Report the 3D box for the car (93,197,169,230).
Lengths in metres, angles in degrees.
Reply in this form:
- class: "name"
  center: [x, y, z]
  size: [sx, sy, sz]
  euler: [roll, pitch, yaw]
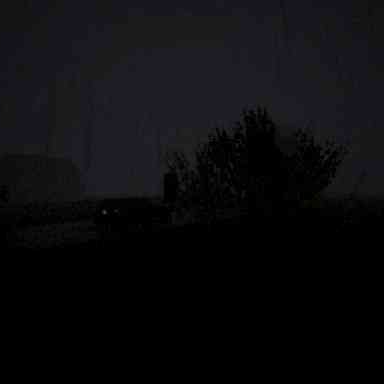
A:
- class: "car"
  center: [-3.283, 1.042, 19.007]
  size: [2.097, 1.767, 4.553]
  euler: [1, 2, 36]
